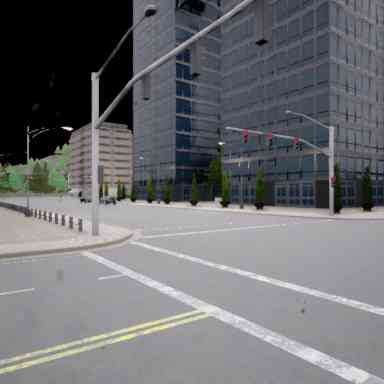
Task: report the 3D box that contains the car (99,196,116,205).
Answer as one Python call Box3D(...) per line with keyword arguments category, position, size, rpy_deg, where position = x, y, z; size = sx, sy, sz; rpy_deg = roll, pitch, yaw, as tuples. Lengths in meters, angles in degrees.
Box3D(category="car", position=(-14.656, 1.449, 57.203), size=(1.837, 1.490, 4.892), rpy_deg=(0, 0, -35))

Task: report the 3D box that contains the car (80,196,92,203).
Box3D(category="car", position=(-20.624, 1.492, 65.715), size=(2.033, 1.411, 5.357), rpy_deg=(0, 0, -33))
